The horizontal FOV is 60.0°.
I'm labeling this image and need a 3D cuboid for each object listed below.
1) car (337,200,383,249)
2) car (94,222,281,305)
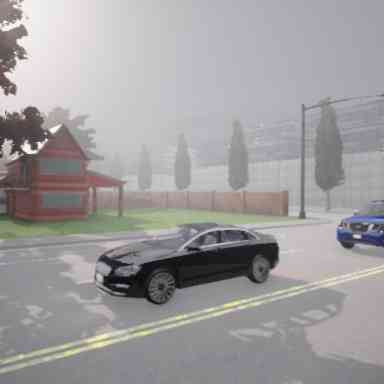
[{"bbox_3d":[8.578,1.372,14.314,5.566,2.045,2.150,1,0,-35],"label":"car"},{"bbox_3d":[0.103,1.539,8.281,4.902,1.511,2.128,1,0,-35],"label":"car"}]
